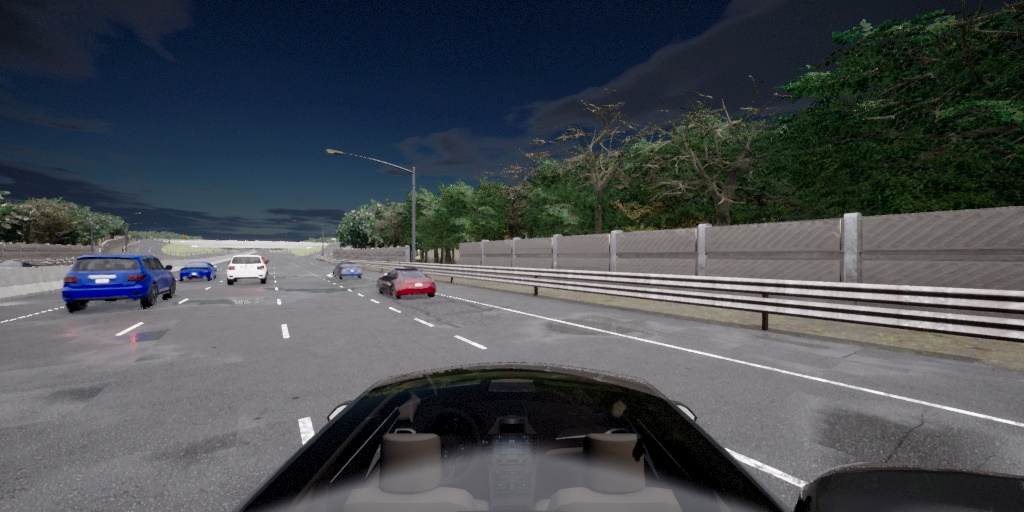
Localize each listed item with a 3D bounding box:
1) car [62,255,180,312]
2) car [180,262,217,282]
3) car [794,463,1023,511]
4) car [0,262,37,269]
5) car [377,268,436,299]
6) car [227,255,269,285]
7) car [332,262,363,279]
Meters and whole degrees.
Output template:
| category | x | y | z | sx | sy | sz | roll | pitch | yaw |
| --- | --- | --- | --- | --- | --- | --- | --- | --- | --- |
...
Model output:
| category | x | y | z | sx | sy | sz | roll | pitch | yaw |
| --- | --- | --- | --- | --- | --- | --- | --- | --- | --- |
| car | -15.698 | 0.965 | 14.639 | 2.150 | 2.045 | 5.566 | 0 | 0 | -34 |
| car | -25.595 | 1.206 | 29.376 | 1.882 | 1.535 | 5.008 | 0 | 0 | -34 |
| car | 2.985 | 1.315 | 0.487 | 4.181 | 1.385 | 1.994 | 0 | 0 | 34 |
| car | -44.301 | 1.239 | 31.828 | 1.812 | 1.442 | 4.674 | 0 | 0 | -34 |
| car | -5.441 | 1.309 | 18.215 | 1.994 | 1.385 | 4.181 | 0 | 0 | -34 |
| car | -19.278 | 0.957 | 26.233 | 2.150 | 2.045 | 5.566 | 0 | 0 | -34 |
| car | -14.778 | 1.282 | 32.082 | 2.033 | 1.411 | 5.357 | 0 | 0 | -34 |
